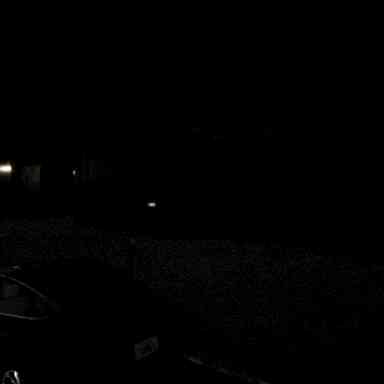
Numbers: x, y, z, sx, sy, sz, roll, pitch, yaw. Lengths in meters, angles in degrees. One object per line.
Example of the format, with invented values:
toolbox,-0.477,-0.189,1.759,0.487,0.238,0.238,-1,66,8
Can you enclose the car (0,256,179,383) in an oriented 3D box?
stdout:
car,-2.138,1.569,4.490,4.313,1.339,1.947,0,0,35

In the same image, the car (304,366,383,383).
car,2.452,1.550,1.218,4.403,1.369,2.008,0,0,35
